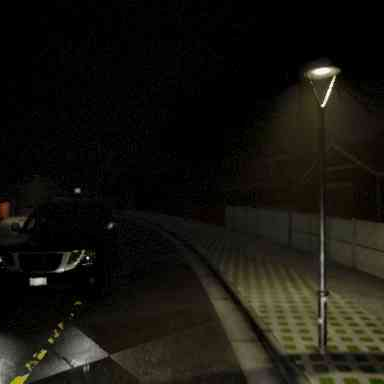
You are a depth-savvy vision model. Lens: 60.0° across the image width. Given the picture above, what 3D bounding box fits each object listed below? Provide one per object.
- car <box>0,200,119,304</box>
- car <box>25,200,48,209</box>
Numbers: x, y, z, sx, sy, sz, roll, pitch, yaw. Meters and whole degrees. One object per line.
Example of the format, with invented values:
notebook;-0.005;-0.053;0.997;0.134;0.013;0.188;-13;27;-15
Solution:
car;-3.179;1.292;8.781;2.150;2.045;5.566;0;0;-8
car;-25.030;1.976;53.542;4.181;1.385;1.994;-1;-1;44
